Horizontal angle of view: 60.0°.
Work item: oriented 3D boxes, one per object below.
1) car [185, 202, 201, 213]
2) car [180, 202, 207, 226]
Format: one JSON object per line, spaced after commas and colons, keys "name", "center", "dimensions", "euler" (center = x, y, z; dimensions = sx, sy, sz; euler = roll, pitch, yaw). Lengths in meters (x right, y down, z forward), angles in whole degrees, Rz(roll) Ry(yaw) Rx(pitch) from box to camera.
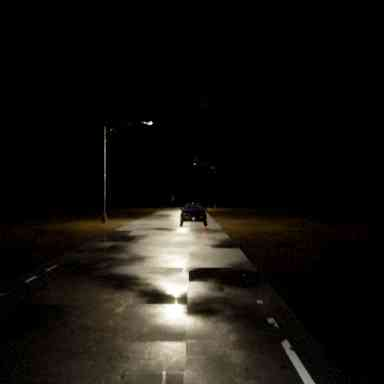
{"name": "car", "center": [0.098, 1.944, 41.799], "dimensions": [1.895, 1.301, 4.718], "euler": [0, -1, 0]}
{"name": "car", "center": [0.099, 1.599, 24.172], "dimensions": [1.812, 1.442, 4.674], "euler": [0, -1, 0]}
